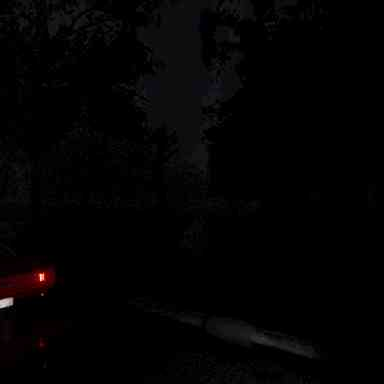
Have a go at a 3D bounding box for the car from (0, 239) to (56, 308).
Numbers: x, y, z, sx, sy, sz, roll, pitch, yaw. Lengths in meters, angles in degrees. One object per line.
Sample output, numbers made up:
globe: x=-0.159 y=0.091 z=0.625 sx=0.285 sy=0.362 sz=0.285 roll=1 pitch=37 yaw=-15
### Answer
car: x=-4.993 y=1.611 z=6.964 sx=4.718 sy=1.301 sz=1.895 roll=0 pitch=0 yaw=36

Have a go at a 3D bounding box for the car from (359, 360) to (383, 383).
car: x=3.162 y=1.504 z=1.122 sx=4.892 sy=1.490 sz=1.837 roll=0 pitch=0 yaw=35
